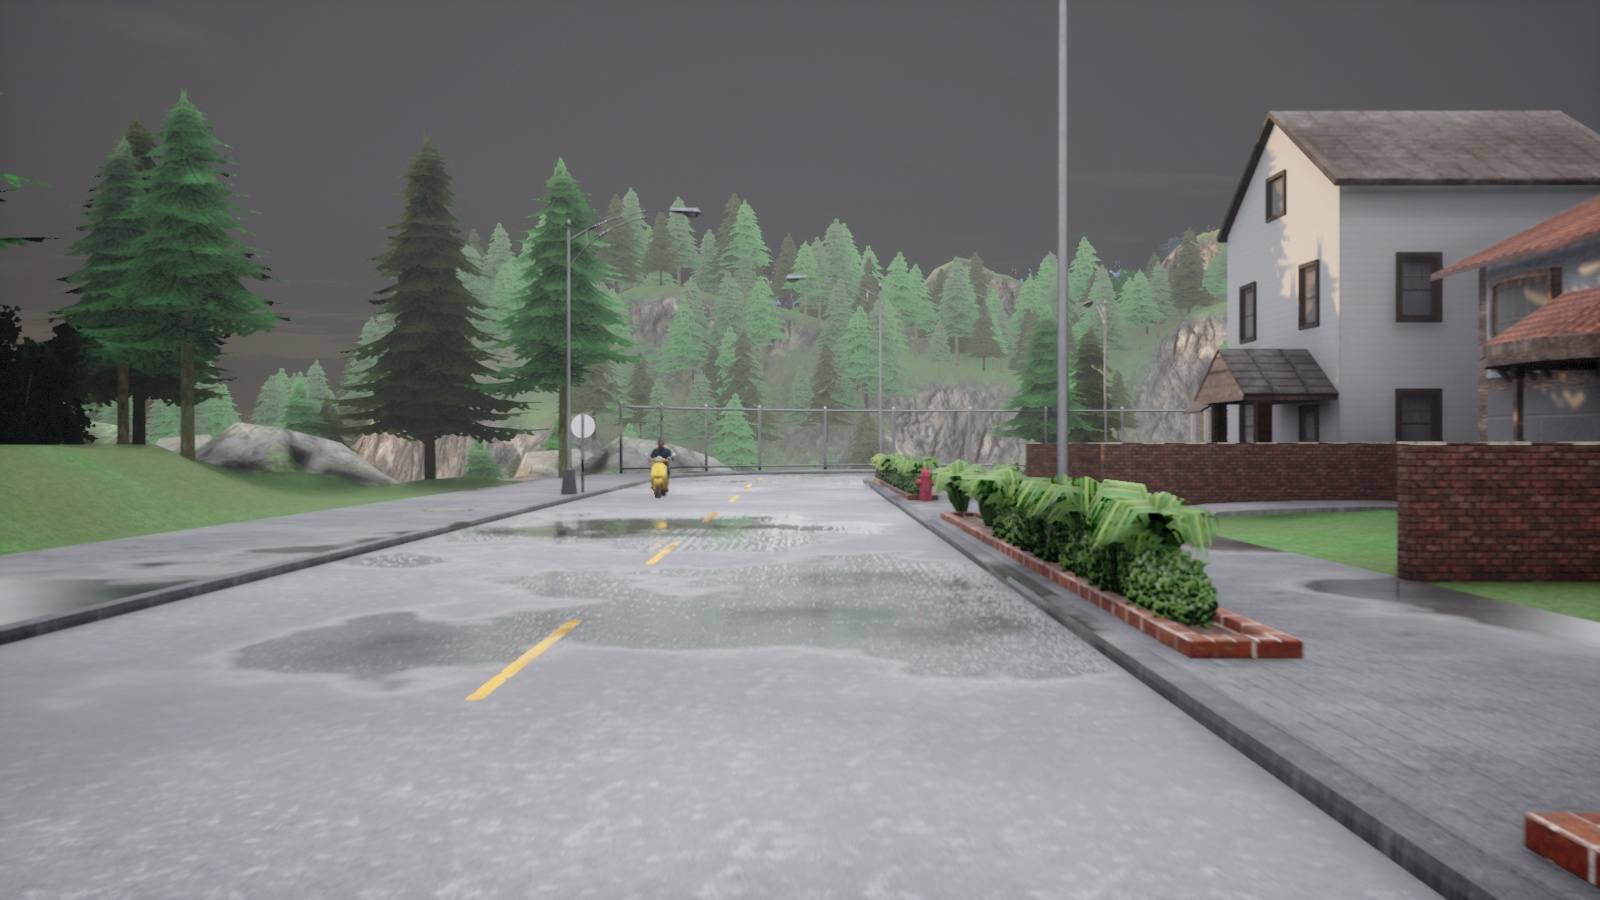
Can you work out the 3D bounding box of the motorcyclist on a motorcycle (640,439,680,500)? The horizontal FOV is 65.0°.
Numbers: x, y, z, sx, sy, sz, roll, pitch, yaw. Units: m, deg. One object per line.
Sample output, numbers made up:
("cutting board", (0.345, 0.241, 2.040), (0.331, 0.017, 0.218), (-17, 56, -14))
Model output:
("motorcyclist on a motorcycle", (-3.790, 0.505, 34.029), (0.866, 1.590, 1.817), (0, 1, 0))
